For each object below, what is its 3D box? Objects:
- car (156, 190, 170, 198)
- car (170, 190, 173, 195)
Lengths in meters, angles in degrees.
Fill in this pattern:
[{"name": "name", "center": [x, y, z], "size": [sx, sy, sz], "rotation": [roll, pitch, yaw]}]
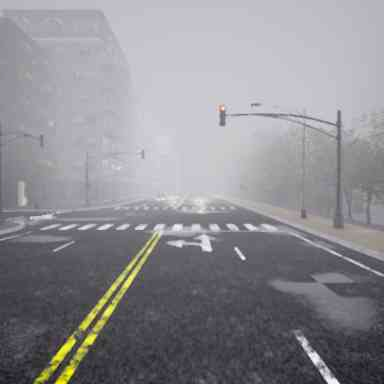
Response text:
[{"name": "car", "center": [-6.523, 0.565, 70.757], "size": [2.128, 1.511, 4.902], "rotation": [0, 1, 0]}, {"name": "car", "center": [-6.531, 0.128, 95.293], "size": [1.812, 1.442, 4.674], "rotation": [0, 1, 0]}]
